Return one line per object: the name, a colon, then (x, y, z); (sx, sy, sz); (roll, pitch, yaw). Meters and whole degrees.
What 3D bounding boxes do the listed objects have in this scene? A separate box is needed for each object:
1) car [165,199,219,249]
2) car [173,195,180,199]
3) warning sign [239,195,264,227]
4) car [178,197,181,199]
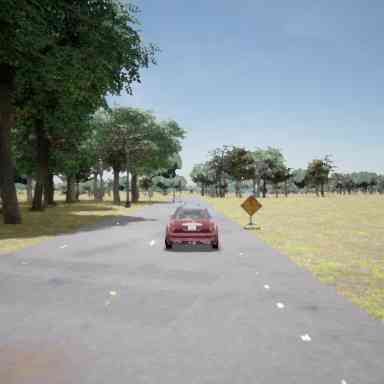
car: (0.000, 1.361, 14.622); (2.097, 1.767, 4.553); (0, 0, 0)
car: (-3.500, 1.436, 76.717); (1.812, 1.442, 4.674); (0, 0, 0)
warning sign: (3.566, 1.108, 20.065); (1.300, 1.860, 1.060); (1, 1, 0)
car: (0.000, 1.484, 29.654); (2.128, 1.511, 4.902); (0, 0, 0)
